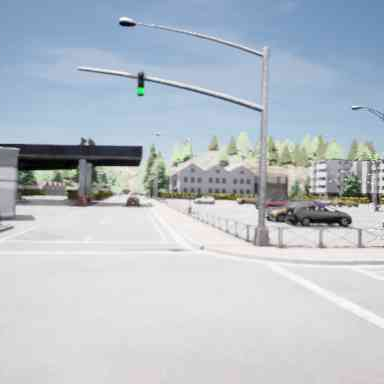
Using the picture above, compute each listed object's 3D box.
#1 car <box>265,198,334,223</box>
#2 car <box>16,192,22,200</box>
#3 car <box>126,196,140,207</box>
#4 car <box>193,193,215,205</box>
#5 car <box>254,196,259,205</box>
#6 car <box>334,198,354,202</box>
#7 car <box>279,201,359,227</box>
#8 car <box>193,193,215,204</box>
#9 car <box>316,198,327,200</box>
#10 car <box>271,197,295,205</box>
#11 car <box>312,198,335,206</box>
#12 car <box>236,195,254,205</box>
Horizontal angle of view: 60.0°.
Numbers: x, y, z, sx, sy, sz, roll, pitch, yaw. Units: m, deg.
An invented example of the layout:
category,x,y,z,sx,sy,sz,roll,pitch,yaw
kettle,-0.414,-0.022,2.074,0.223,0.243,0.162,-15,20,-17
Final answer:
category,x,y,z,sx,sy,sz,roll,pitch,yaw
car,8.248,1.596,26.398,5.027,1.636,2.152,2,0,-10
car,-31.327,0.734,58.102,2.242,1.667,4.611,2,0,-10
car,-8.387,1.331,47.478,1.882,1.535,5.008,2,0,-10
car,2.216,1.520,60.120,3.806,1.475,1.970,2,0,-10
car,12.031,1.703,49.248,4.514,1.523,2.007,2,0,-10
car,28.219,2.014,61.582,5.027,1.636,2.152,2,0,-10
car,8.847,1.616,23.318,4.514,1.523,2.007,2,0,-10
car,2.245,1.242,63.500,3.866,1.878,1.905,2,0,-10
car,13.734,1.754,39.401,3.633,1.501,1.845,2,0,-10
car,19.199,1.930,70.220,4.514,1.523,2.007,2,0,-10
car,26.778,2.064,67.845,3.806,1.475,1.970,2,0,-10
car,10.563,1.483,61.638,4.605,1.855,1.932,2,0,-10
